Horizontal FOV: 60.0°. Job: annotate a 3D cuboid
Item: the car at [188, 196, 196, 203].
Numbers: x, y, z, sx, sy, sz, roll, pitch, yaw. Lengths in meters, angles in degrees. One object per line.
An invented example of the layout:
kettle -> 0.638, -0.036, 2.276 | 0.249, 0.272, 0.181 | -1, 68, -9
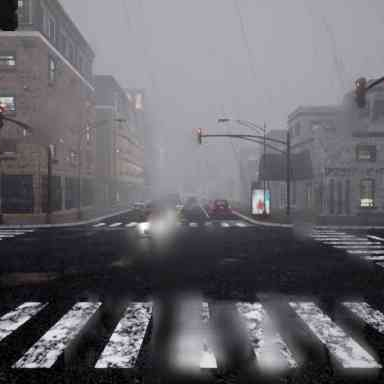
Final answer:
car -> 0.015, 1.572, 70.718 | 1.812, 1.442, 4.674 | 0, 0, 0

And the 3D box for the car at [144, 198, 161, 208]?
car -> -5.741, 1.571, 48.827 | 2.008, 1.369, 4.403 | 0, 0, 0

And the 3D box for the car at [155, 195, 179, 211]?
car -> -3.135, 1.506, 41.592 | 2.128, 1.511, 4.902 | 0, 0, 0

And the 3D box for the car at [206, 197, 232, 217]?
car -> 2.655, 1.446, 31.756 | 1.967, 1.590, 4.097 | 0, 0, 0

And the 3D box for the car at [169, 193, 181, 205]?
car -> -3.110, 1.255, 58.794 | 2.150, 2.045, 5.566 | 0, 0, 0

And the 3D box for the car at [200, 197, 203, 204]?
car -> 2.640, 1.571, 48.847 | 2.008, 1.369, 4.403 | 0, 0, 0

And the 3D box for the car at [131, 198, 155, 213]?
car -> -5.730, 1.561, 37.433 | 2.008, 1.369, 4.403 | 0, 0, 0

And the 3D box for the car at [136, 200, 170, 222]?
car -> -2.952, 1.567, 25.905 | 1.994, 1.385, 4.181 | 0, 0, -4

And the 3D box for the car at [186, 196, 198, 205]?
car -> 0.046, 1.538, 60.300 | 1.837, 1.490, 4.892 | 0, 0, 0

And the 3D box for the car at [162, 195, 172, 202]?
car -> -5.769, 1.497, 77.309 | 1.967, 1.590, 4.097 | 0, 0, 0

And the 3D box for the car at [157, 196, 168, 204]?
car -> -5.757, 1.565, 65.746 | 1.752, 1.417, 4.829 | 0, 0, 0

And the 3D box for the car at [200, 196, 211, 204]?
car -> 2.624, 1.591, 65.937 | 2.008, 1.369, 4.403 | -1, 0, 0

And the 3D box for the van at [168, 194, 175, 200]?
van -> -5.786, 1.430, 94.399 | 1.690, 1.788, 3.998 | -1, 0, 0

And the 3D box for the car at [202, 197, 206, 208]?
car -> 2.645, 1.597, 43.150 | 1.802, 1.307, 4.206 | 0, 0, 0
